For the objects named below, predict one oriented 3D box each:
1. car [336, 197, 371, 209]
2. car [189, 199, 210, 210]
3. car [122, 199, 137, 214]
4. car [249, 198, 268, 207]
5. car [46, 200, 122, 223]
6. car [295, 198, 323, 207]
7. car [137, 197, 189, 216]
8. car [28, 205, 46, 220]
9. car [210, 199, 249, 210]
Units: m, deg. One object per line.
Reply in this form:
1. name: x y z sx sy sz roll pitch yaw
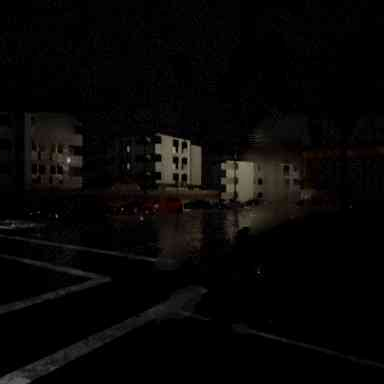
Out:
1. car: 21.926 1.498 45.041 4.892 1.490 1.837 0 0 -18
2. car: 0.724 1.542 43.128 1.994 1.385 4.181 0 0 40
3. car: -5.495 1.470 35.332 2.128 1.511 4.902 0 0 38
4. car: 9.686 1.543 51.133 4.181 1.385 1.994 0 0 -31
5. car: -8.260 1.472 25.892 2.128 1.511 4.902 0 0 37
6. car: 18.115 1.552 51.433 4.181 1.385 1.994 0 0 -19
7. car: -2.838 1.333 33.042 2.097 1.767 4.553 0 0 38
8. car: -11.118 1.483 27.910 1.837 1.490 4.892 0 0 37
9. car: 4.892 1.583 42.770 1.895 1.301 4.718 0 0 43
